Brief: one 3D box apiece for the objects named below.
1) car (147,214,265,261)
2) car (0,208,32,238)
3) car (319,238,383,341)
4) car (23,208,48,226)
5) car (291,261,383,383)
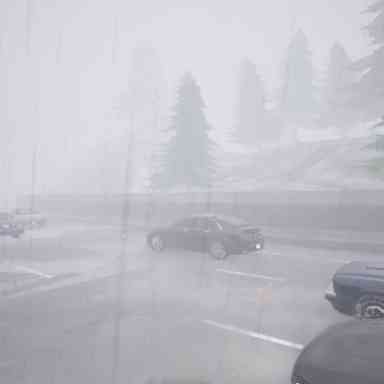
[{"bbox_3d":[0.347,1.599,12.725,4.892,1.490,1.837,-1,0,39],"label":"car"},{"bbox_3d":[-10.790,1.741,17.839,5.357,1.411,2.033,-1,-1,44],"label":"car"},{"bbox_3d":[4.628,1.614,5.043,4.718,1.301,1.895,-1,-1,35],"label":"car"},{"bbox_3d":[-12.423,1.853,24.481,1.895,1.301,4.718,0,-1,-44],"label":"car"},{"bbox_3d":[3.054,1.502,1.893,4.892,1.490,1.837,-1,0,35],"label":"car"}]
